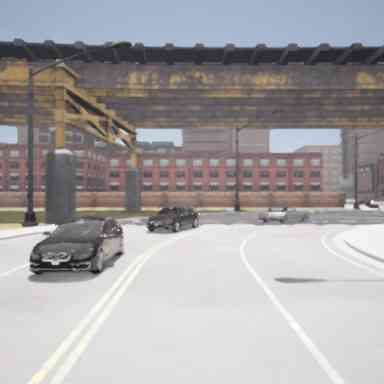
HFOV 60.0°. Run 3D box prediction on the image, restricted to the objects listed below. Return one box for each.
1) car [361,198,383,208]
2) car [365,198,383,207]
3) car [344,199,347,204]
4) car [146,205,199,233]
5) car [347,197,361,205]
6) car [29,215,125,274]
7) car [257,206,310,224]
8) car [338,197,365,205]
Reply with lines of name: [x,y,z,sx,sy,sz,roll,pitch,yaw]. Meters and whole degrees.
car: [29.373,1.771,51.073,2.038,1.542,4.974,0,0,-29]
car: [29.348,1.613,51.120,1.853,1.218,4.536,0,0,-29]
car: [29.845,1.888,69.931,4.974,1.542,2.038,0,0,-39]
car: [-1.095,1.637,21.054,1.837,1.490,4.892,0,0,23]
car: [33.883,1.735,70.628,1.853,1.218,4.536,0,0,-34]
car: [-3.476,1.574,10.887,1.837,1.490,4.892,0,0,0]
car: [7.336,1.765,26.298,4.718,1.301,1.895,0,0,-41]
car: [33.854,1.892,70.670,2.038,1.542,4.974,0,0,-34]
